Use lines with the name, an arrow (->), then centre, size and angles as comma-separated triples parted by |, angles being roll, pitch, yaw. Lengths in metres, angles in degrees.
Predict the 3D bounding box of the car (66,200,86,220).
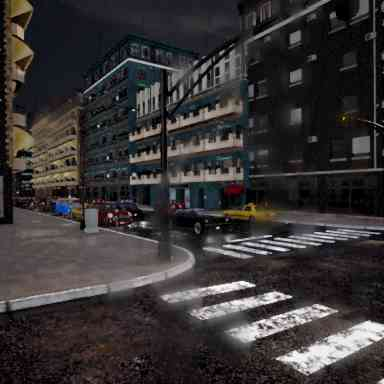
car -> -8.943, 1.652, 28.302 | 1.752, 1.417, 4.829 | -1, 1, -35

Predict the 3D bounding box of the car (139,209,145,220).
car -> -5.664, 1.646, 28.168 | 1.994, 1.385, 4.181 | -1, 0, -35

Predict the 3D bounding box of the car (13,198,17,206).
car -> -31.533, 1.783, 59.984 | 1.887, 1.381, 4.507 | -1, 1, -35

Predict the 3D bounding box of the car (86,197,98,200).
car -> -12.956, 1.594, 38.411 | 1.882, 1.535, 5.008 | -1, 1, -35

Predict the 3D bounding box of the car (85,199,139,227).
car -> -5.831, 1.553, 23.935 | 1.967, 1.590, 4.097 | -1, 1, -35

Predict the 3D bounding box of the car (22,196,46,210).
car -> -21.896, 1.628, 46.464 | 1.967, 1.590, 4.097 | -1, 1, -35

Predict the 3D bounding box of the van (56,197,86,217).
van -> -12.258, 1.483, 32.945 | 1.690, 1.788, 3.998 | -1, 1, -35

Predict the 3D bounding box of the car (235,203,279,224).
car -> 4.108, 1.498, 24.432 | 1.752, 1.417, 4.829 | -1, 1, -35

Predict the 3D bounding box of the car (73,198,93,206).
car -> -18.284, 1.644, 55.836 | 1.947, 1.339, 4.313 | -1, 1, -35

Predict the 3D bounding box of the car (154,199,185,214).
car -> -2.221, 1.441, 33.304 | 1.967, 1.590, 4.097 | -1, 1, -35

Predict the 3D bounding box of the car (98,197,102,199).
car -> -15.073, 1.502, 51.328 | 1.967, 1.590, 4.097 | -1, 1, -35

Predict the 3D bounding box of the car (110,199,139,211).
car -> -8.645, 1.582, 42.317 | 2.008, 1.369, 4.403 | -1, 1, -35

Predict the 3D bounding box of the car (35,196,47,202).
car -> -37.561, 1.728, 82.873 | 1.887, 1.381, 4.507 | -1, 1, -35

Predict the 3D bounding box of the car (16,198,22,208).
car -> -25.106, 1.770, 50.971 | 1.947, 1.339, 4.313 | -1, 1, -35

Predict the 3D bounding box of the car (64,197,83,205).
car -> -21.497, 1.645, 60.342 | 2.008, 1.369, 4.403 | -1, 1, -35

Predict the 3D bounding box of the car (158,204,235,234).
car -> 0.136, 1.658, 20.031 | 1.895, 1.301, 4.718 | -1, 0, -35
